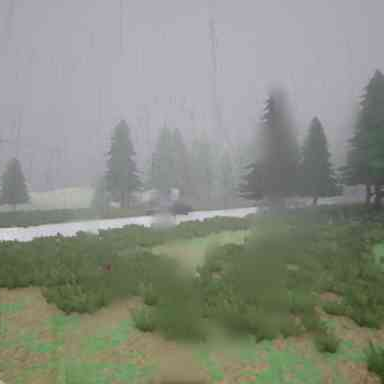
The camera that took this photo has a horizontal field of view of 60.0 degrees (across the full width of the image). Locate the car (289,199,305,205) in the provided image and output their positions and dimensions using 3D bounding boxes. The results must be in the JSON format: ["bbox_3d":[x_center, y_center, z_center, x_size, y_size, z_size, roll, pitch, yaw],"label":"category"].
[{"bbox_3d":[16.380,1.585,52.229,2.128,1.511,4.902,0,0,35],"label":"car"}]

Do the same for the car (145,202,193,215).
[{"bbox_3d":[-2.022,1.632,31.675,2.033,1.411,5.357,0,0,35],"label":"car"}]

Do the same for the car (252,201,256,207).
[{"bbox_3d":[10.570,1.650,49.513,1.994,1.385,4.181,0,0,35],"label":"car"}]

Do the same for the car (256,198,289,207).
[{"bbox_3d":[10.669,1.446,43.979,2.097,1.767,4.553,0,0,35],"label":"car"}]
